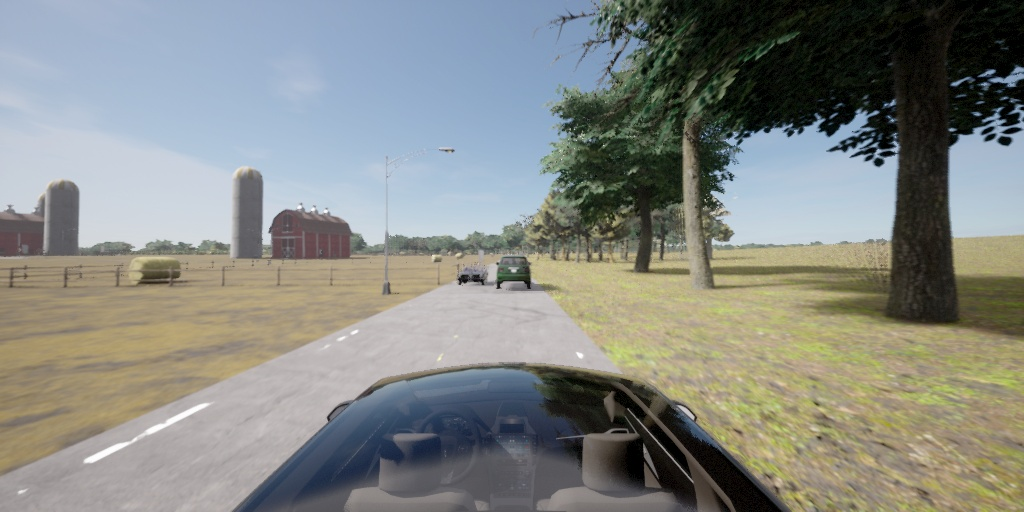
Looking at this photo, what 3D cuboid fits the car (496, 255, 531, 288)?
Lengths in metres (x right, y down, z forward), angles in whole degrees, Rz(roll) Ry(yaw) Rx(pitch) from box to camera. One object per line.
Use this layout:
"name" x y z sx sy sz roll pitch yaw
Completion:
"car" 0.111 0.977 23.741 2.150 2.045 5.566 0 0 0

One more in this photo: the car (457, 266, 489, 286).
"car" -2.738 1.364 25.842 1.895 1.301 4.718 0 0 0
